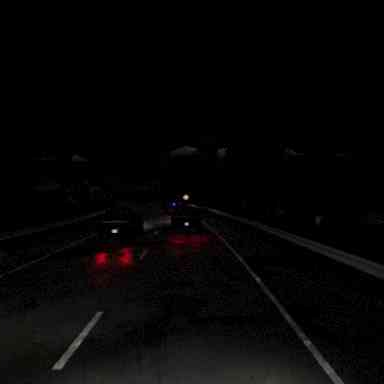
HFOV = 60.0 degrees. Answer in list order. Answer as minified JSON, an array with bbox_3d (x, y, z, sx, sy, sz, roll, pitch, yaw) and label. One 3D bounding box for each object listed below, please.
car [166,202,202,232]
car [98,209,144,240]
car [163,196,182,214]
[{"bbox_3d":[-0.445,1.668,21.758,2.128,1.511,4.902,0,0,-3],"label":"car"},{"bbox_3d":[-3.727,1.637,17.962,2.128,1.511,4.902,0,0,-2],"label":"car"},{"bbox_3d":[-2.347,1.551,41.015,2.150,2.045,5.566,0,-1,-6],"label":"car"}]
